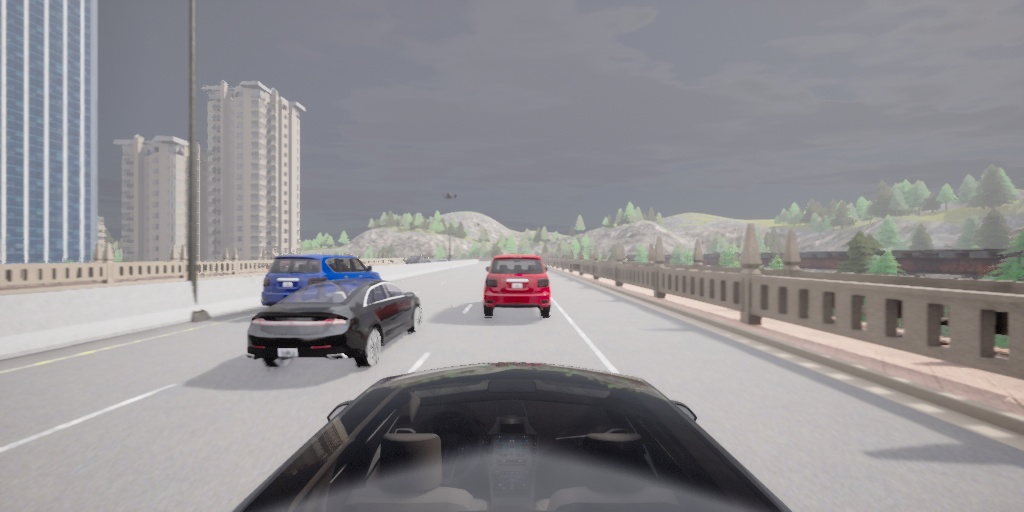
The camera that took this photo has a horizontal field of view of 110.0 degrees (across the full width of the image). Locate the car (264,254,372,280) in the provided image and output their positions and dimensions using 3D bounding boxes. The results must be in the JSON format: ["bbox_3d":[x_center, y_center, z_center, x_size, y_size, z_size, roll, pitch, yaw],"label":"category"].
[{"bbox_3d":[-6.826,0.964,13.619,2.150,2.045,5.566,0,0,0],"label":"car"}]

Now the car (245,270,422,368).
[{"bbox_3d":[-3.358,1.238,7.815,2.128,1.511,4.902,0,0,0],"label":"car"}]

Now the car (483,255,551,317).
[{"bbox_3d":[0.171,0.970,13.278,2.150,2.045,5.566,0,0,0],"label":"car"}]
